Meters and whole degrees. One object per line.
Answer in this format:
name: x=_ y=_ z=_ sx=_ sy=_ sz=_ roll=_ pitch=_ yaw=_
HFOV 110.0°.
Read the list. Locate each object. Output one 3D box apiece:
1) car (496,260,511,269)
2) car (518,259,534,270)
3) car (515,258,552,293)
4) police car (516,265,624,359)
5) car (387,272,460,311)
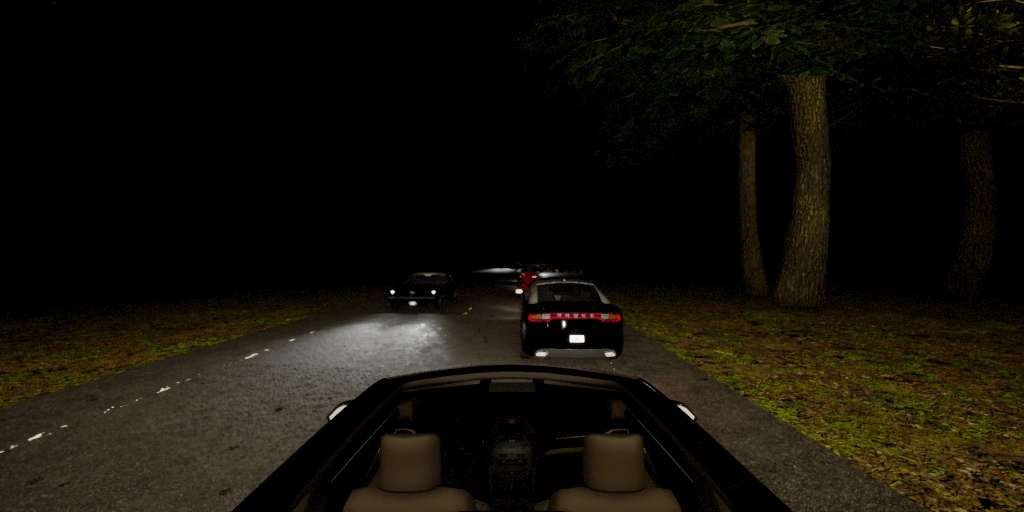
car: x=-1.299 y=1.271 z=55.657 sx=1.895 sy=1.301 sz=4.718 roll=0 pitch=0 yaw=5
car: x=2.018 y=1.231 z=50.941 sx=2.033 sy=1.411 sz=5.357 roll=0 pitch=0 yaw=4
car: x=1.330 y=1.084 z=18.370 sx=2.097 sy=1.767 sz=4.553 roll=0 pitch=0 yaw=2
police car: x=1.119 y=1.170 z=8.549 sx=1.930 sy=1.638 sz=5.238 roll=0 pitch=0 yaw=1
car: x=-3.399 y=1.337 z=14.642 sx=1.895 sy=1.301 sz=4.718 roll=0 pitch=0 yaw=1
